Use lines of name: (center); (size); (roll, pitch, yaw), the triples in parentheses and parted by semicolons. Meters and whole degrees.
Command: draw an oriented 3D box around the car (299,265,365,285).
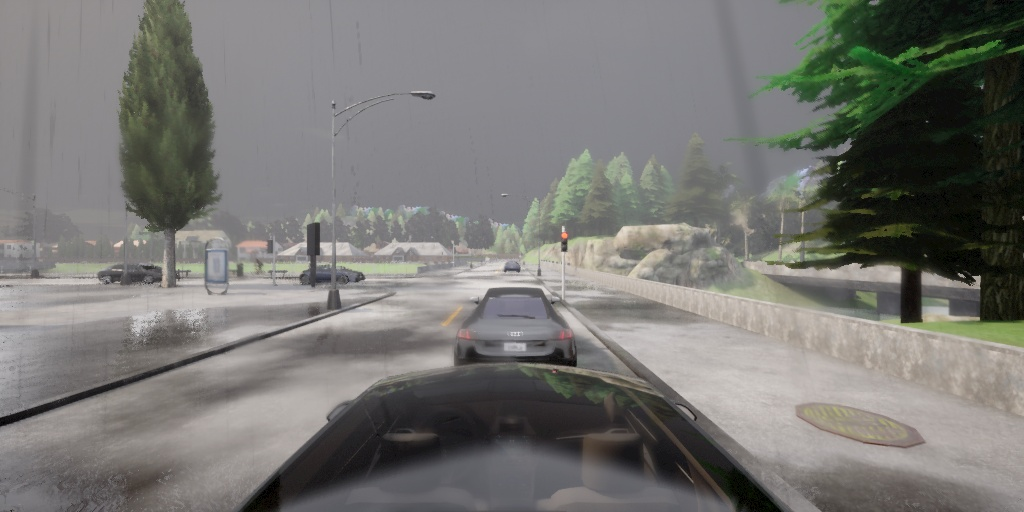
car: (-12.816, 1.313, 25.684); (4.181, 1.385, 1.994); (0, 0, 1)

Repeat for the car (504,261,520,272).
car: (0.043, 1.314, 46.963); (1.994, 1.385, 4.181); (0, 0, 1)

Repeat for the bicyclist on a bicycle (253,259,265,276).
bicyclist on a bicycle: (-24.099, 1.099, 34.120); (0.582, 1.620, 1.656); (0, 0, 0)

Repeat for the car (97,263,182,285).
car: (-26.628, 1.254, 25.722); (4.892, 1.490, 1.837); (0, 0, 0)

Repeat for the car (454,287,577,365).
car: (0.064, 1.314, 7.295); (1.994, 1.385, 4.181); (0, 0, 0)
